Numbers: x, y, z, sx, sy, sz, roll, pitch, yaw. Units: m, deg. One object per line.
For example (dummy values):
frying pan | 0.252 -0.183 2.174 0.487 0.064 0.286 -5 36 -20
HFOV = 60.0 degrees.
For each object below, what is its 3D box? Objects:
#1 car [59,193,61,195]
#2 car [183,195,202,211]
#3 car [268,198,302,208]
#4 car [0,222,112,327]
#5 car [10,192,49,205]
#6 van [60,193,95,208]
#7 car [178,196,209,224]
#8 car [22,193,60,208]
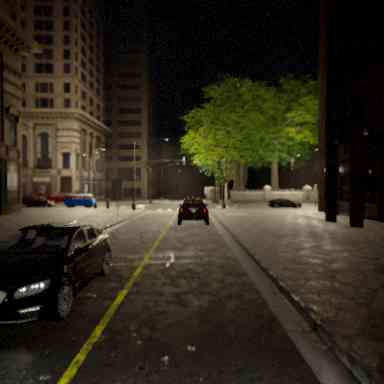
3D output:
car | -20.000 1.020 52.070 5.009 1.841 2.192 0 1 0
car | 0.090 1.203 38.352 2.097 1.767 4.553 0 0 0
car | 12.066 1.494 43.398 4.313 1.339 1.947 0 1 0
car | -3.097 1.460 7.276 2.128 1.511 4.902 0 0 0
car | -25.440 1.013 52.096 5.009 1.841 2.192 0 1 0
van | -14.591 1.216 43.521 3.998 1.788 1.690 0 1 0
car | 0.094 1.255 23.989 2.097 1.767 4.553 0 0 0
car | -20.032 1.307 43.548 4.097 1.590 1.967 0 1 0
